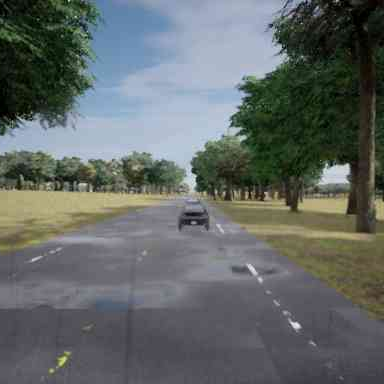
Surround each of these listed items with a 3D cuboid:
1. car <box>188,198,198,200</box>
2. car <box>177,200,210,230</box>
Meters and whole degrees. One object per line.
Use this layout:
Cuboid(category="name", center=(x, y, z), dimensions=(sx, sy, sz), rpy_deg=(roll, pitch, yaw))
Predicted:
Cuboid(category="car", center=(0.103, 1.507, 41.580), dimensions=(1.812, 1.442, 4.674), rpy_deg=(0, 0, 0))
Cuboid(category="car", center=(0.108, 1.508, 21.340), dimensions=(1.837, 1.490, 4.892), rpy_deg=(0, 0, 0))
